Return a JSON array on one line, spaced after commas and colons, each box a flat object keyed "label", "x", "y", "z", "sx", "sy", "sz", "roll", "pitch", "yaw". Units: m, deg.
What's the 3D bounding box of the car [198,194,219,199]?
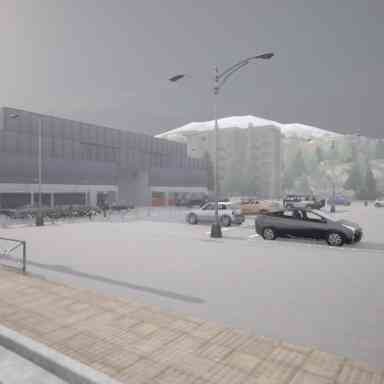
[{"label": "car", "x": 3.751, "y": 1.400, "z": 50.113, "sx": 2.150, "sy": 2.045, "sz": 5.566, "roll": 0, "pitch": 0, "yaw": 37}]

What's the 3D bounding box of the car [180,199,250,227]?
[{"label": "car", "x": 1.469, "y": 1.424, "z": 21.946, "sx": 3.806, "sy": 1.475, "sz": 1.970, "roll": 0, "pitch": 0, "yaw": 35}]

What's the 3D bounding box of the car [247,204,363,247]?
[{"label": "car", "x": 5.098, "y": 1.490, "z": 14.879, "sx": 4.514, "sy": 1.523, "sz": 2.007, "roll": 0, "pitch": 0, "yaw": 35}]

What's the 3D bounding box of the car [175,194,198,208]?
[{"label": "car", "x": -0.278, "y": 1.398, "z": 50.669, "sx": 2.150, "sy": 2.045, "sz": 5.566, "roll": 0, "pitch": 0, "yaw": 35}]

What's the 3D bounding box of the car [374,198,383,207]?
[{"label": "car", "x": 28.863, "y": 1.576, "z": 48.759, "sx": 3.806, "sy": 1.475, "sz": 1.970, "roll": 0, "pitch": 0, "yaw": 35}]

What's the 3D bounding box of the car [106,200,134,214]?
[{"label": "car", "x": -8.862, "y": 1.667, "z": 38.638, "sx": 2.128, "sy": 1.511, "sz": 4.902, "roll": 0, "pitch": 0, "yaw": 35}]

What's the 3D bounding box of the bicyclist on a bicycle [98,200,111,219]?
[{"label": "bicyclist on a bicycle", "x": -7.368, "y": 1.477, "z": 27.820, "sx": 1.656, "sy": 1.620, "sz": 0.582, "roll": 0, "pitch": 0, "yaw": 35}]

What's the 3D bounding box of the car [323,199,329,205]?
[{"label": "car", "x": 13.669, "y": 1.289, "z": 40.409, "sx": 4.605, "sy": 1.855, "sz": 1.932, "roll": 0, "pitch": 0, "yaw": 35}]

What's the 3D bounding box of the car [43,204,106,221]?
[{"label": "car", "x": -10.458, "y": 1.777, "z": 29.945, "sx": 1.895, "sy": 1.301, "sz": 4.718, "roll": 0, "pitch": 0, "yaw": 35}]

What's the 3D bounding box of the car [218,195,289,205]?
[{"label": "car", "x": 4.920, "y": 1.345, "z": 27.366, "sx": 5.027, "sy": 1.636, "sz": 2.152, "roll": 0, "pitch": 0, "yaw": 35}]

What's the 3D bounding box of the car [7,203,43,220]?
[{"label": "car", "x": -14.615, "y": 1.740, "z": 30.538, "sx": 1.994, "sy": 1.385, "sz": 4.181, "roll": 0, "pitch": 0, "yaw": 35}]

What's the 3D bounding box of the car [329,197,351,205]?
[{"label": "car", "x": 24.536, "y": 1.565, "z": 55.484, "sx": 3.633, "sy": 1.501, "sz": 1.845, "roll": 0, "pitch": 0, "yaw": 35}]

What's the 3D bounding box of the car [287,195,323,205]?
[{"label": "car", "x": 12.324, "y": 1.269, "z": 37.800, "sx": 3.866, "sy": 1.878, "sz": 1.905, "roll": 0, "pitch": 0, "yaw": 35}]
